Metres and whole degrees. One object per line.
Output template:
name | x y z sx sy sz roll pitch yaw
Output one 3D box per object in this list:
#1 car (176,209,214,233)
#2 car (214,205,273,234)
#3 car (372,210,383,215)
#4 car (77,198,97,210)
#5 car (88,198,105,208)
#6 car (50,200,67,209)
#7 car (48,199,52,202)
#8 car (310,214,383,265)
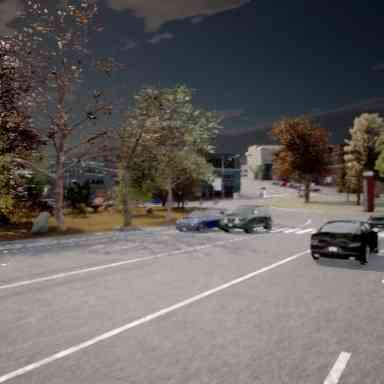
car | 0.741 2.208 26.554 2.097 1.767 4.553 -2 -2 36
car | 4.300 2.004 25.502 2.150 2.045 5.566 -2 -2 36
car | 14.241 2.124 24.475 1.837 1.490 4.892 -2 -2 38
car | -20.327 2.253 64.730 2.435 2.045 5.566 -2 0 -3
car | -17.477 2.155 63.792 2.435 2.045 5.566 -2 0 -3
car | -25.957 2.690 66.310 1.946 1.575 5.366 -2 0 -2
car | -28.818 2.522 67.440 2.435 2.045 5.566 -2 0 -2
car | 6.362 1.878 13.597 1.882 1.535 5.008 -2 -2 36
